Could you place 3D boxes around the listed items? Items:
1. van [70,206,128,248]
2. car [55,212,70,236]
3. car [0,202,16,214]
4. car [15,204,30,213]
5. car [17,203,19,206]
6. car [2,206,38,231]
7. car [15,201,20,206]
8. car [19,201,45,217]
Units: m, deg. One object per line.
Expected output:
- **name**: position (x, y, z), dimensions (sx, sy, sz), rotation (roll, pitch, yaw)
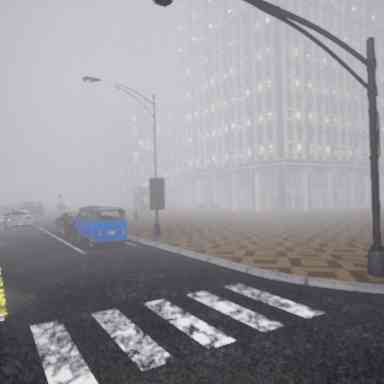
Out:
- **van**: position (-4.465, 1.582, 16.117), dimensions (1.690, 1.788, 3.998), rotation (-1, -1, -31)
- **car**: position (-7.408, 1.895, 20.803), dimensions (1.887, 1.381, 4.507), rotation (-1, -1, -31)
- **car**: position (-26.620, 2.556, 47.446), dimensions (1.812, 1.442, 4.674), rotation (-1, -1, -31)
- **car**: position (-27.517, 2.670, 53.944), dimensions (1.947, 1.339, 4.313), rotation (-1, -1, -31)
- **car**: position (-21.777, 2.435, 44.471), dimensions (1.887, 1.381, 4.507), rotation (-1, -1, -31)
- **car**: position (-13.071, 2.048, 25.122), dimensions (1.812, 1.442, 4.674), rotation (-1, -1, -31)
- **car**: position (-24.652, 2.312, 49.210), dimensions (2.192, 1.841, 5.009), rotation (-1, -1, -31)
- **car**: position (-18.911, 2.098, 39.737), dimensions (2.192, 1.841, 5.009), rotation (-1, -1, -31)
